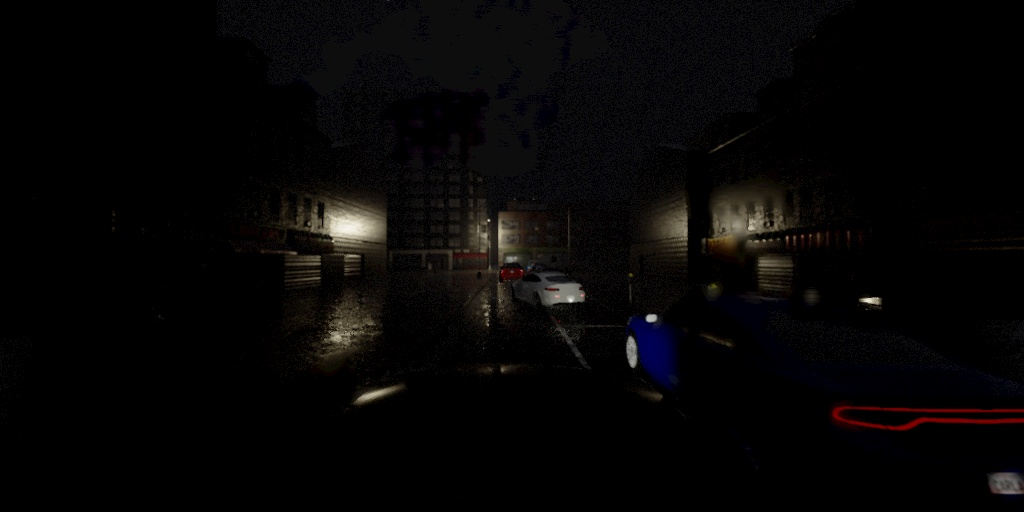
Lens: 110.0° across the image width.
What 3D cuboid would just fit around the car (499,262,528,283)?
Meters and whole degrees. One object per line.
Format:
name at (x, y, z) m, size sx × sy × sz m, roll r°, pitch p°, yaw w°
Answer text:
car at (0.004, 1.304, 31.001) m, size 2.097 × 1.767 × 4.553 m, roll 0°, pitch 0°, yaw 0°

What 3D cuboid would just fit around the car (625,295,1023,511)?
car at (3.010, 1.244, 4.661) m, size 1.882 × 1.535 × 5.008 m, roll 0°, pitch 0°, yaw 0°

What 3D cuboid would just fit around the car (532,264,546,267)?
car at (2.583, 1.463, 24.260) m, size 1.948 × 1.339 × 4.313 m, roll 0°, pitch 0°, yaw 0°

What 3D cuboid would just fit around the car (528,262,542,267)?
car at (2.568, 1.466, 29.904) m, size 1.751 × 1.417 × 4.829 m, roll 0°, pitch 0°, yaw 0°

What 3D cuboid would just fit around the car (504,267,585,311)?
car at (1.365, 1.357, 15.087) m, size 1.812 × 1.442 × 4.674 m, roll 0°, pitch 0°, yaw -19°

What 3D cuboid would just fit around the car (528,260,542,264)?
car at (2.554, 1.426, 35.207) m, size 1.967 × 1.591 × 4.097 m, roll 0°, pitch 0°, yaw 0°
